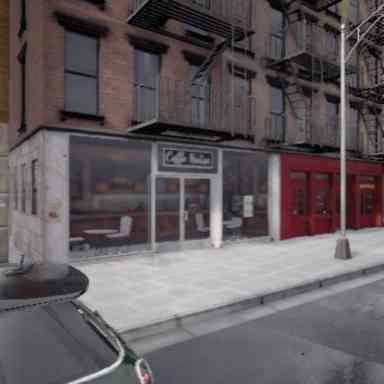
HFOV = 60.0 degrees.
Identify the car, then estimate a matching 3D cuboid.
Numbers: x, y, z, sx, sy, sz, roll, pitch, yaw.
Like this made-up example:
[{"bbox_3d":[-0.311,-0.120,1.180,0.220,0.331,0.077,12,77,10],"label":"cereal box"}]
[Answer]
[{"bbox_3d":[-2.415,1.352,1.634,4.553,1.767,2.097,0,0,-35],"label":"car"}]
